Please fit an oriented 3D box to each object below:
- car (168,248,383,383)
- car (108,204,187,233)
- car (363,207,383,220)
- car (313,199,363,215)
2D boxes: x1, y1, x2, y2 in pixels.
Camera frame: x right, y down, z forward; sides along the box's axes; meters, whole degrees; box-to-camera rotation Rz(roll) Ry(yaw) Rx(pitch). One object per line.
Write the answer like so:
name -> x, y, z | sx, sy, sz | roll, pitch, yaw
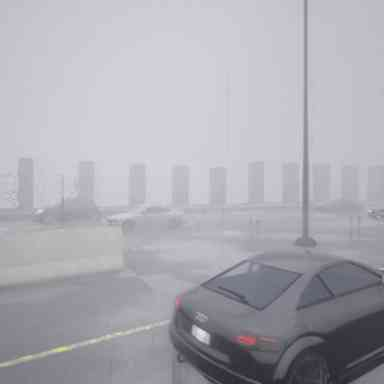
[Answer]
car -> 1.756, 1.543, 4.814 | 4.181, 1.385, 1.994 | 0, 0, -34
car -> -2.517, 1.453, 19.021 | 4.674, 1.442, 1.812 | 0, 0, -32
car -> 15.600, 1.485, 25.283 | 4.718, 1.301, 1.895 | 0, 0, -27
car -> 14.443, 1.405, 32.530 | 5.357, 1.411, 2.033 | 0, 0, -26
